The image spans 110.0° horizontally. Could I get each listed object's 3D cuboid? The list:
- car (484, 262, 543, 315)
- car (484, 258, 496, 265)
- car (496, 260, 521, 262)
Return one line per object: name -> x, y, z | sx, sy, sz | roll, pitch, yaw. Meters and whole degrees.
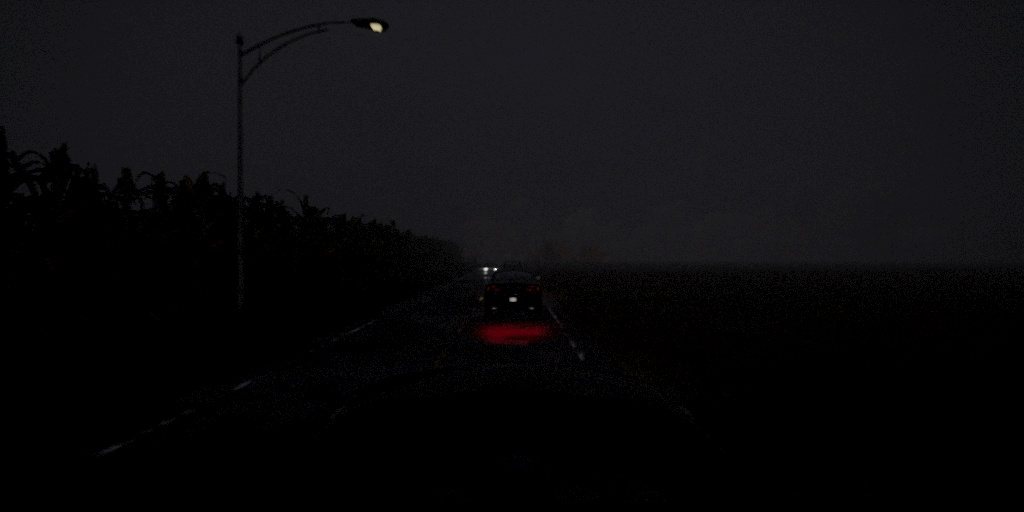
car -> 0.063, 1.161, 13.317 | 1.882, 1.535, 5.008 | 0, 0, 1
car -> -3.054, 0.961, 52.410 | 1.812, 1.442, 4.674 | 0, 0, -2
car -> 0.063, 1.083, 28.803 | 2.128, 1.511, 4.902 | 0, 0, 0
